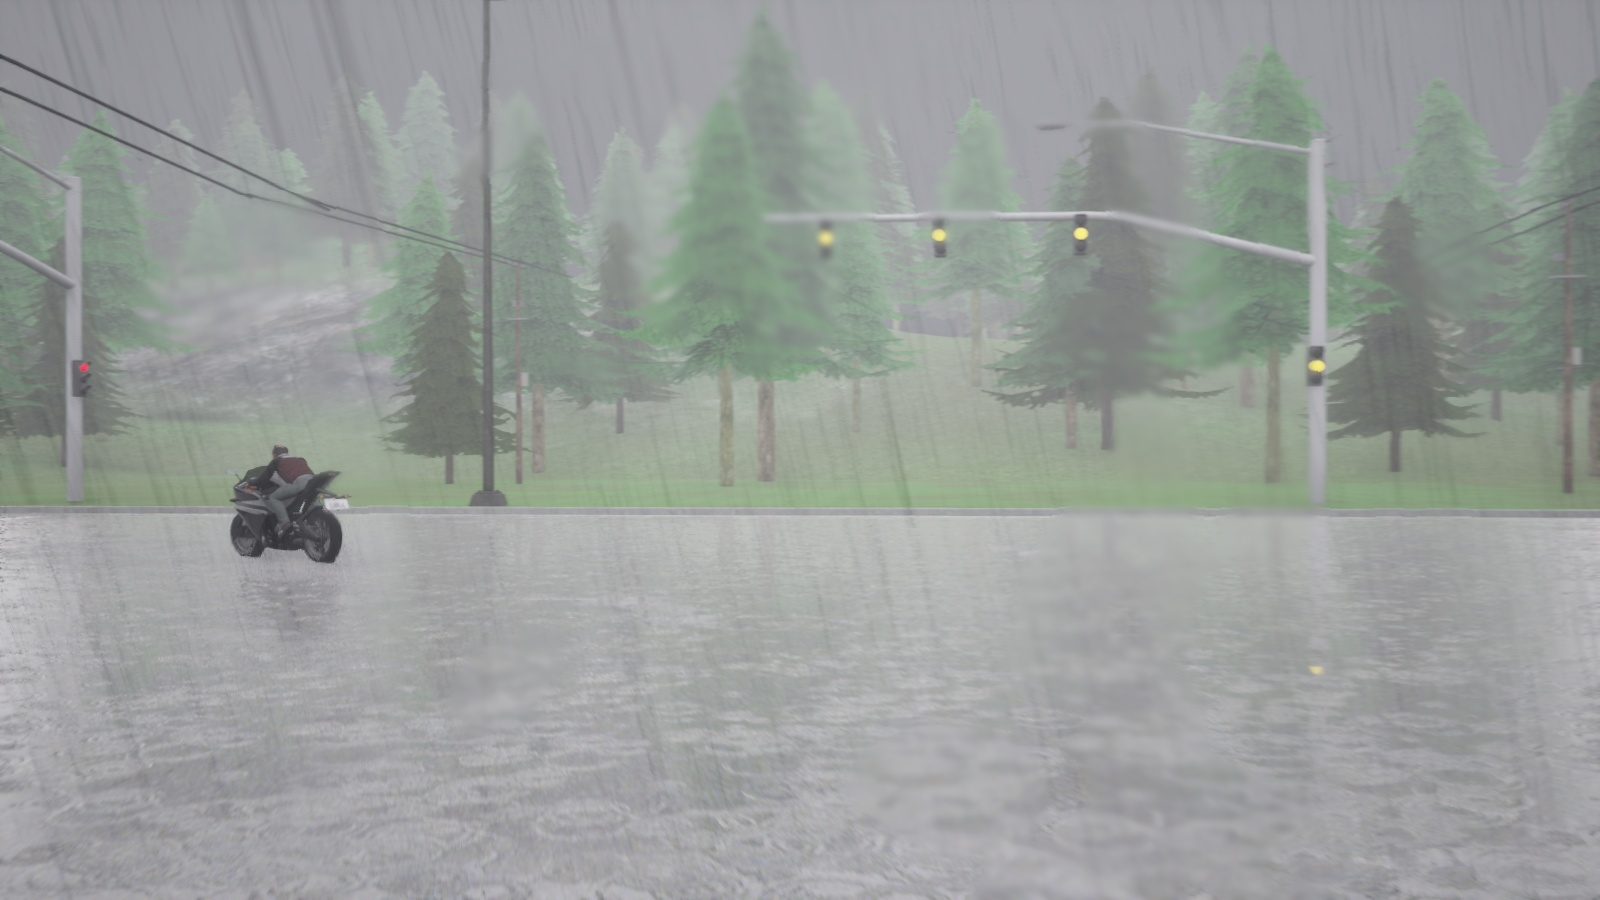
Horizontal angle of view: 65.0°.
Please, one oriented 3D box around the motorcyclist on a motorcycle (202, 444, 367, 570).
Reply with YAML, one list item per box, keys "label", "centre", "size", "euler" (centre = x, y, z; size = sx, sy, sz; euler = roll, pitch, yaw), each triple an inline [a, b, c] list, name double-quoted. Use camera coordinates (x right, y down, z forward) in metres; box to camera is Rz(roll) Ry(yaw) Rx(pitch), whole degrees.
- label: "motorcyclist on a motorcycle"
  centre: [-6.693, 0.698, 16.264]
  size: [2.191, 1.530, 0.866]
  euler: [0, 1, 33]
